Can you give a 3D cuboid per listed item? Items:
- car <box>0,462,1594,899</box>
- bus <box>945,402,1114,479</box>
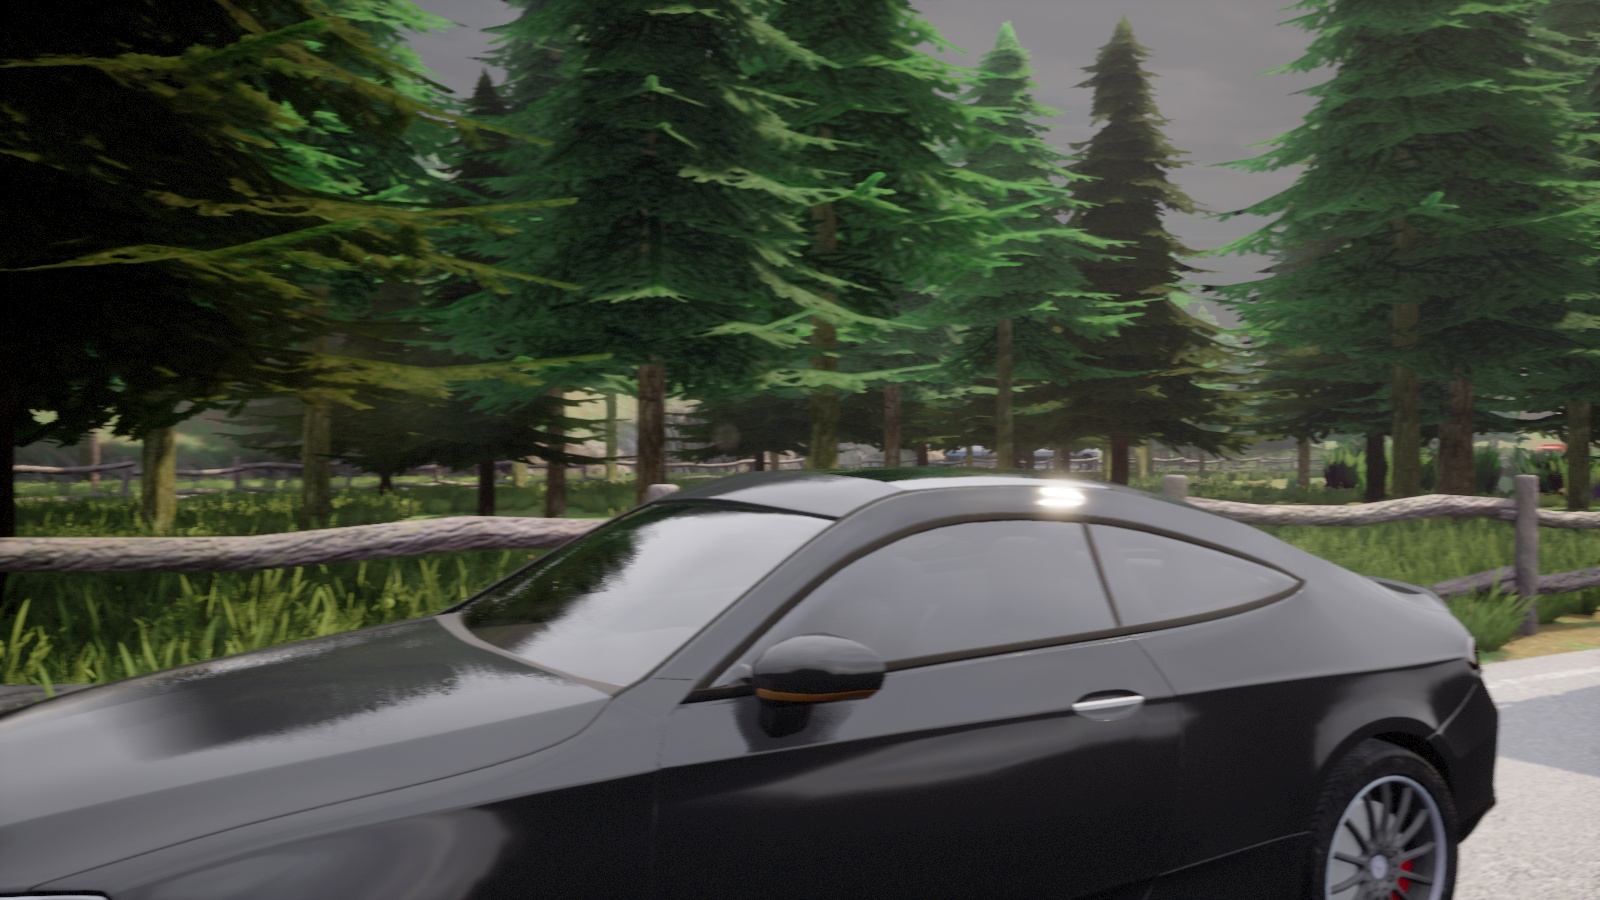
[{"bbox_3d":[0.023,0.775,3.564,4.674,1.442,1.812,0,0,-30],"label":"car"},{"bbox_3d":[13.686,-0.517,74.410,10.273,4.253,3.944,0,0,-37],"label":"bus"}]
